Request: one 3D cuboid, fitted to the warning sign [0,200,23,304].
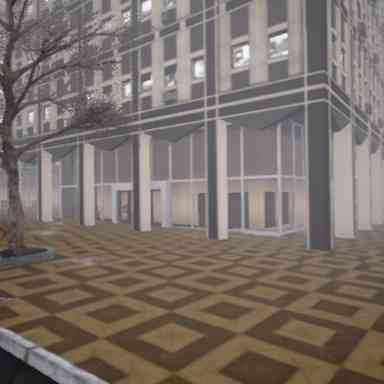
[{"bbox_3d":[-4.031,1.100,6.090,1.060,1.860,1.300,-1,0,38],"label":"warning sign"}]
